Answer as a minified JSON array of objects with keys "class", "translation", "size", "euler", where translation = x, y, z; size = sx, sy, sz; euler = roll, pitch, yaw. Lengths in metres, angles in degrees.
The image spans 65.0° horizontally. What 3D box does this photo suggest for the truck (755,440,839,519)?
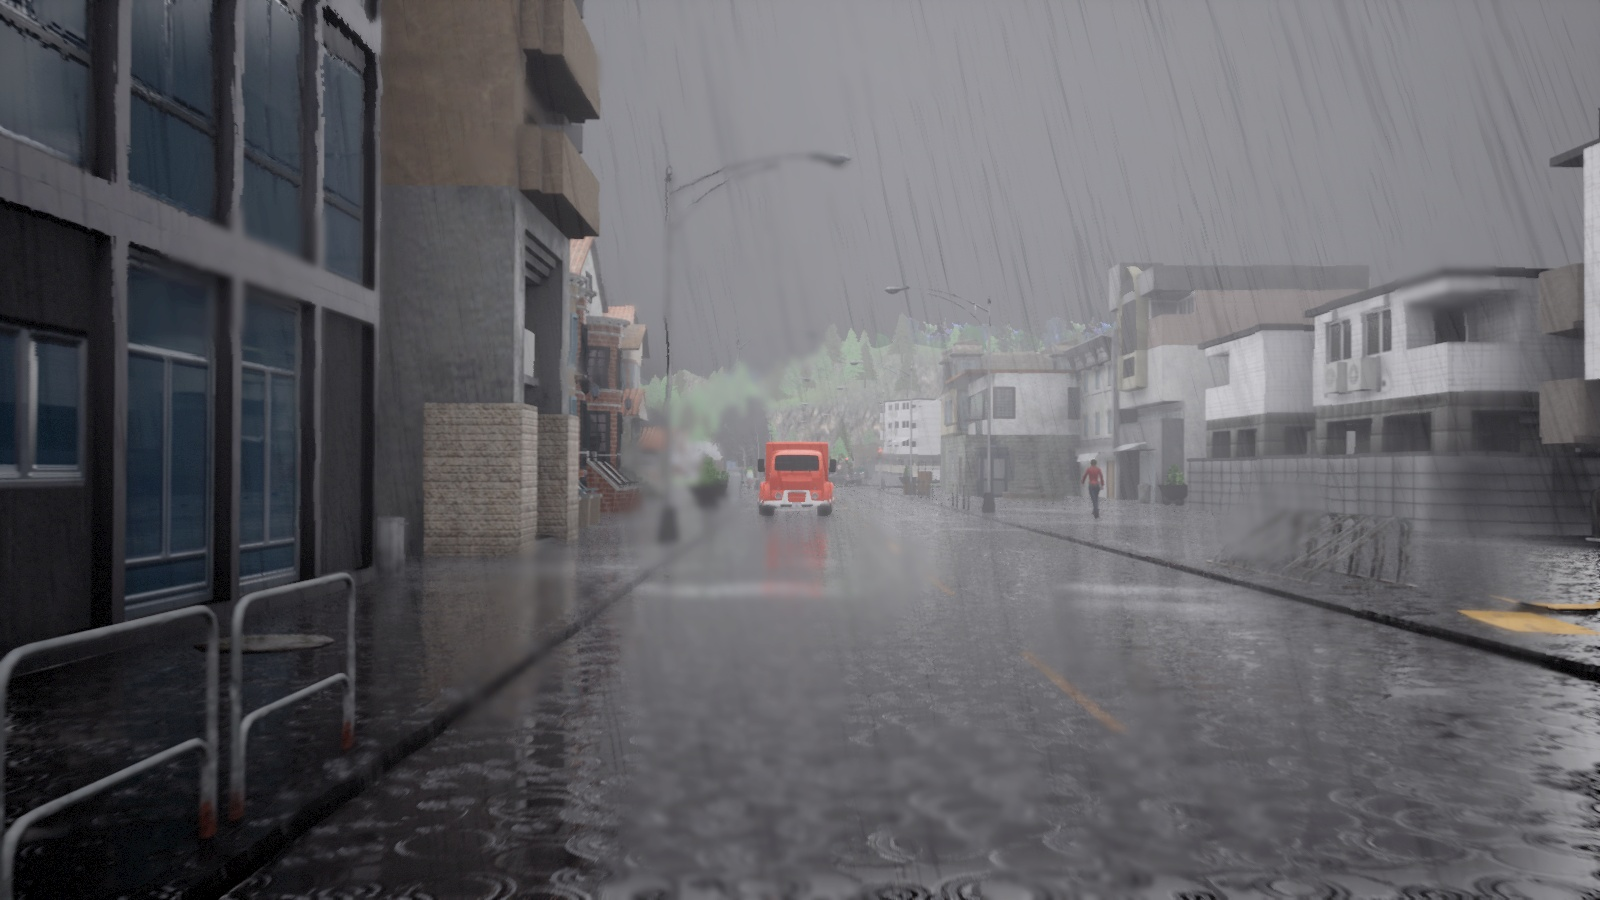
[{"class":"truck","translation":[-0.101,0.964,42.031],"size":[2.627,2.467,5.204],"euler":[0,-1,0]}]
